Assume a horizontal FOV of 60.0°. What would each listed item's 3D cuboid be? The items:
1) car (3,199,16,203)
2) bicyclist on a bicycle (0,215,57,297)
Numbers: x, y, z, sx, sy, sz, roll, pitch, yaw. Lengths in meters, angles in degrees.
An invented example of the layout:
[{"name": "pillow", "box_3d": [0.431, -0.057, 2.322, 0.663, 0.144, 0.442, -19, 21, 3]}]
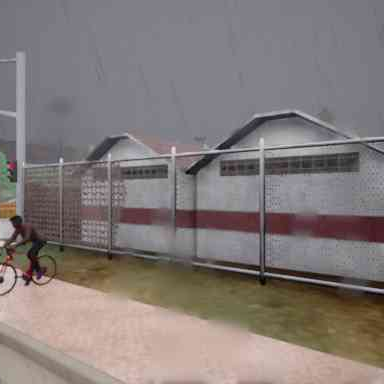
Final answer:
[{"name": "car", "box_3d": [-22.339, 1.567, 42.693, 1.882, 1.535, 5.008, 0, 0, 35]}, {"name": "bicyclist on a bicycle", "box_3d": [-3.610, 1.316, 7.131, 0.582, 1.620, 1.656, 0, 0, 30]}]
